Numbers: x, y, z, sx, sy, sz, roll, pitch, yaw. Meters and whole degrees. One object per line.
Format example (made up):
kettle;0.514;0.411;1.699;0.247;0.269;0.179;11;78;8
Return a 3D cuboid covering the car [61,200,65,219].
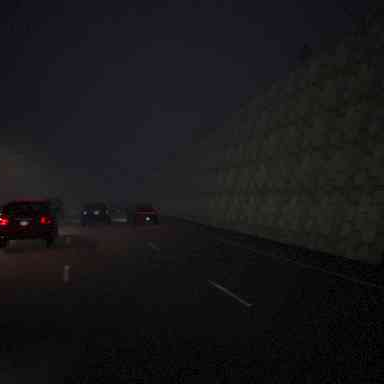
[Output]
car;-13.845;1.548;32.912;2.150;2.045;5.566;0;0;-20

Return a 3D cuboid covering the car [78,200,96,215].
car;-12.774;1.839;40.239;1.882;1.535;5.008;0;0;-20

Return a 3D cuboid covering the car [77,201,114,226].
car;-7.583;1.578;25.896;2.097;1.767;4.553;0;0;-20

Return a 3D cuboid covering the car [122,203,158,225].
car;-4.036;1.704;26.383;1.837;1.490;4.892;0;0;-20

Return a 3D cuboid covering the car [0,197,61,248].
car;-7.760;1.389;16.107;2.150;2.045;5.566;0;0;-20

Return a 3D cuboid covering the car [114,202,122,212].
car;-9.345;1.937;41.055;1.895;1.301;4.718;0;0;-20
